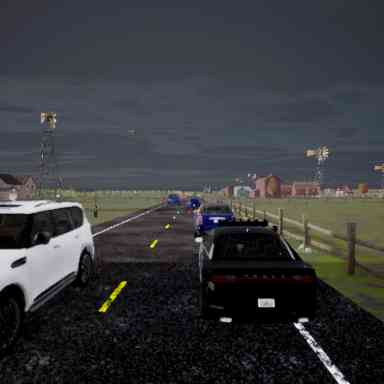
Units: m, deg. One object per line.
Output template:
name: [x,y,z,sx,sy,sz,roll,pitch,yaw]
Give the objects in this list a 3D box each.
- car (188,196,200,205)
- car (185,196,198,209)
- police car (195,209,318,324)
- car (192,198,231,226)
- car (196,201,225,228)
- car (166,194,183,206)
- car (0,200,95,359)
car: [0.396,1.563,61.975,2.128,1.511,4.902,0,0,0]
car: [0.337,1.562,45.321,1.812,1.442,4.674,0,0,1]
police car: [1.108,1.425,7.466,1.930,1.638,5.238,0,0,0]
car: [1.168,1.354,17.328,2.097,1.767,4.553,0,0,0]
car: [1.208,1.463,23.547,1.801,1.575,5.366,0,0,0]
car: [-3.133,1.282,57.141,2.150,2.045,5.566,0,0,0]
car: [-3.551,1.221,6.296,2.150,2.045,5.566,0,0,0]
